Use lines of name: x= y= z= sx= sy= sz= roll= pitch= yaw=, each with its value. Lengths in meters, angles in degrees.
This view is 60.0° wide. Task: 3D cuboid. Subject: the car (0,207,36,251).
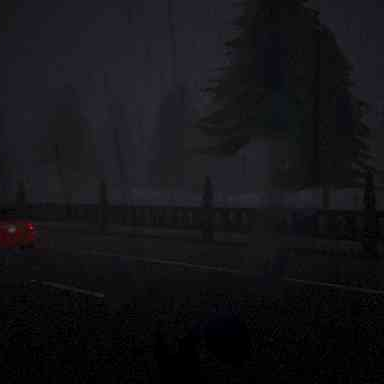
car: x=-8.145 y=1.337 z=12.615 sx=4.553 sy=1.767 sz=2.097 roll=0 pitch=0 yaw=28
